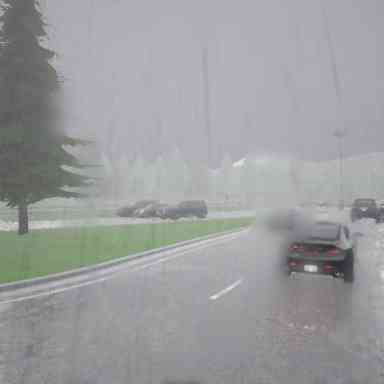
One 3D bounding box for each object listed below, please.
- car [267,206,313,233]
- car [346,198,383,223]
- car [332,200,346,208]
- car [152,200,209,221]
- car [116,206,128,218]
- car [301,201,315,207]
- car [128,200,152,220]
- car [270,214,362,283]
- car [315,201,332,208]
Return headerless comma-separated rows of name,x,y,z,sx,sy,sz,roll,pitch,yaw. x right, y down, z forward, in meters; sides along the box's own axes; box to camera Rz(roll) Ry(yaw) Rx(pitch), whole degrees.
car,6.337,1.871,21.538,1.994,1.385,4.181,-1,-1,31
car,15.288,1.545,28.813,2.150,2.045,5.566,-2,-1,35
car,29.104,2.290,63.025,2.033,1.411,5.357,-2,-1,43
car,-0.859,1.837,33.910,5.566,2.045,2.150,0,-1,-37
car,-6.039,1.987,38.779,5.566,2.045,2.150,0,-1,-36
car,23.940,2.493,67.747,1.895,1.301,4.718,-2,-1,43
car,-4.062,2.044,35.978,4.553,1.767,2.097,0,-1,-36
car,4.053,1.642,10.273,1.837,1.490,4.892,-1,-1,28
car,26.512,2.419,65.375,1.895,1.301,4.718,-2,-1,43
